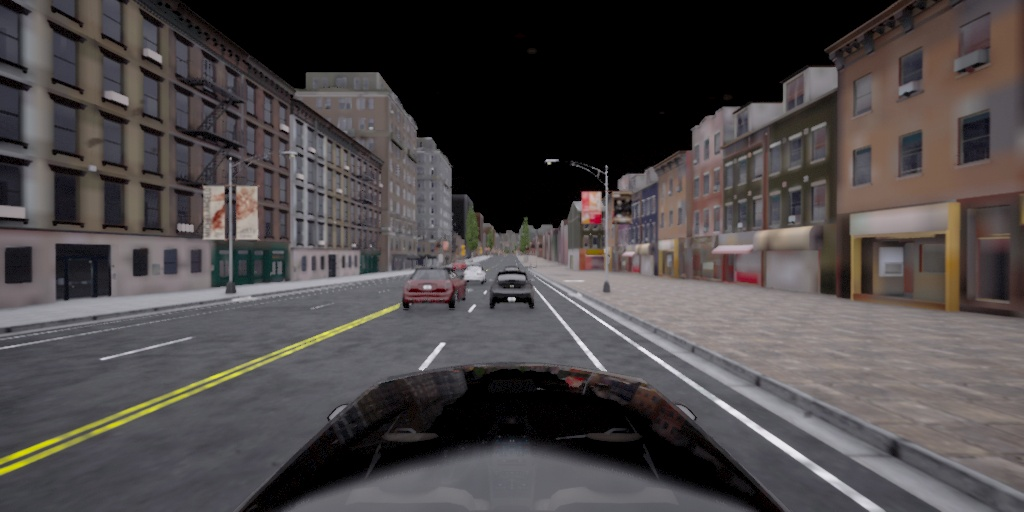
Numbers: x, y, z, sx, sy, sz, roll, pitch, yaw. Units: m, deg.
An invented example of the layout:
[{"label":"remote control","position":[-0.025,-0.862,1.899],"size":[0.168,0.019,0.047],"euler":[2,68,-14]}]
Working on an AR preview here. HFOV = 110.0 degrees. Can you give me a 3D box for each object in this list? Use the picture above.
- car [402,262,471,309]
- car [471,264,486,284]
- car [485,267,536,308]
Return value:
[{"label":"car","position":[-3.253,1.255,15.920],"size":[2.097,1.767,4.553],"euler":[0,-1,0]},{"label":"car","position":[-3.255,1.648,31.238],"size":[1.812,1.442,4.674],"euler":[0,-1,0]},{"label":"car","position":[-0.002,1.417,16.151],"size":[1.837,1.490,4.892],"euler":[0,0,0]}]
